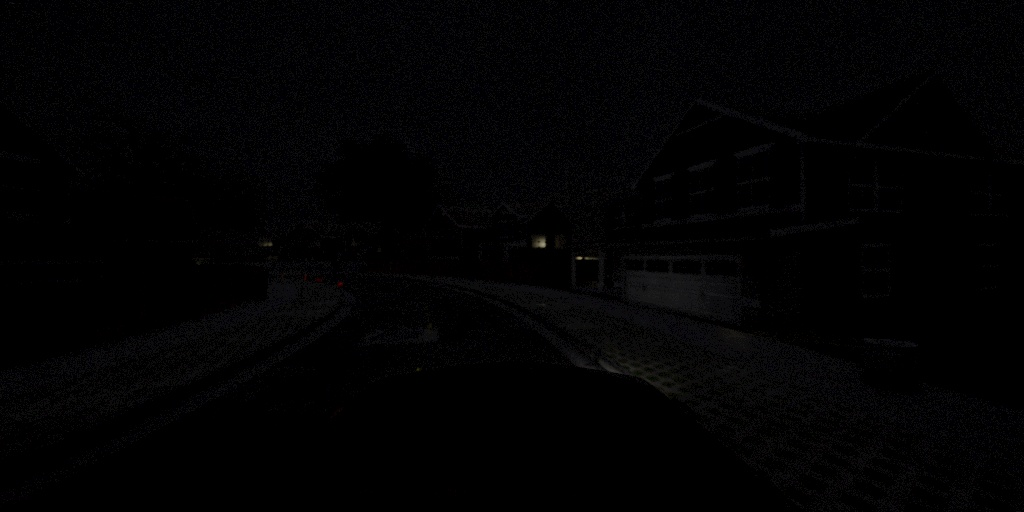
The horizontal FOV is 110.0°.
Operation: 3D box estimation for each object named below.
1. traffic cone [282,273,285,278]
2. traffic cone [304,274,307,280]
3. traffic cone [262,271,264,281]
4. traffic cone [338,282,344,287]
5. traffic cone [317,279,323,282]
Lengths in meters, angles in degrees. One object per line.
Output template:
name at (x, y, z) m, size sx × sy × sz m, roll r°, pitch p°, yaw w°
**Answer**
traffic cone at (-22.393, 1.952, 35.103) m, size 0.340 × 0.580 × 0.340 m, roll 0°, pitch 0°, yaw 33°
traffic cone at (-18.593, 1.915, 32.317) m, size 0.340 × 0.580 × 0.340 m, roll 0°, pitch 0°, yaw 40°
traffic cone at (-26.488, 1.995, 37.433) m, size 0.340 × 0.580 × 0.340 m, roll 0°, pitch 0°, yaw 26°
traffic cone at (-11.885, 1.684, 24.903) m, size 0.340 × 0.580 × 0.340 m, roll 0°, pitch 0°, yaw -31°
traffic cone at (-15.372, 1.717, 29.012) m, size 0.340 × 0.580 × 0.340 m, roll 0°, pitch 0°, yaw -33°
